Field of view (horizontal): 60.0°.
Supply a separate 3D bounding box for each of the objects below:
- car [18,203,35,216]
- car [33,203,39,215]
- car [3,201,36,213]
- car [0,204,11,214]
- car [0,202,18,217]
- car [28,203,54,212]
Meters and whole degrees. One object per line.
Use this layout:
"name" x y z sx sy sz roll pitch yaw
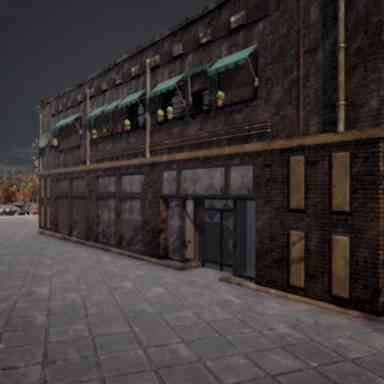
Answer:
"car" -25.531 2.744 47.433 4.792 1.488 2.163 0 -2 19
"car" -24.692 2.855 50.090 4.792 1.488 2.163 0 -2 19
"car" -33.558 2.901 64.683 5.566 2.045 2.435 0 -1 19
"car" -35.147 2.987 59.327 5.366 1.575 1.946 0 -2 19
"car" -26.420 2.470 44.801 4.553 1.767 2.185 0 -2 19
"car" -31.773 3.156 69.965 4.553 1.767 2.185 0 -1 19
